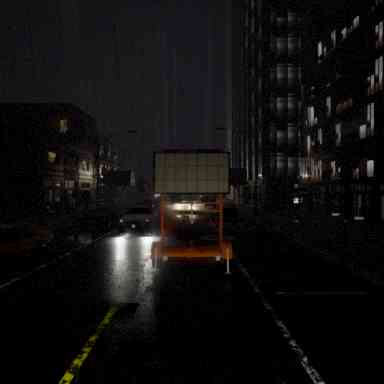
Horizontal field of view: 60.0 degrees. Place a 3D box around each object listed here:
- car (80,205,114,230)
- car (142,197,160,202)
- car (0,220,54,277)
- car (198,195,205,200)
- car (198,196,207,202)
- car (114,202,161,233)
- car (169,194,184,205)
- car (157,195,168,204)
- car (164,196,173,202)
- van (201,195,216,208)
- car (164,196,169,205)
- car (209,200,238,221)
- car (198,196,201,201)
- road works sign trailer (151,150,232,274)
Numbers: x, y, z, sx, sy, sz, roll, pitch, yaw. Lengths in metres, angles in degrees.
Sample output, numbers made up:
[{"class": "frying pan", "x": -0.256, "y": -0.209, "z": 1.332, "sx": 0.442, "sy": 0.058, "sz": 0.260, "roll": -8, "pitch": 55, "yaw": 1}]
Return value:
[{"class": "car", "x": -5.707, "y": 1.553, "z": 20.996, "sx": 2.008, "sy": 1.369, "sz": 4.403, "roll": 0, "pitch": 0, "yaw": 0}, {"class": "car", "x": -5.723, "y": 1.562, "z": 43.092, "sx": 2.008, "sy": 1.369, "sz": 4.403, "roll": 0, "pitch": 0, "yaw": 0}, {"class": "car", "x": -5.699, "y": 1.526, "z": 9.776, "sx": 1.752, "sy": 1.417, "sz": 4.829, "roll": 0, "pitch": 0, "yaw": 0}, {"class": "car", "x": 2.622, "y": 1.582, "z": 92.988, "sx": 1.752, "sy": 1.417, "sz": 4.829, "roll": 0, "pitch": 0, "yaw": 0}, {"class": "car", "x": 2.630, "y": 1.596, "z": 81.771, "sx": 2.008, "sy": 1.369, "sz": 4.403, "roll": 0, "pitch": 0, "yaw": 0}, {"class": "car", "x": -3.101, "y": 1.528, "z": 19.883, "sx": 1.812, "sy": 1.442, "sz": 4.674, "roll": 0, "pitch": 0, "yaw": 0}, {"class": "car", "x": -3.110, "y": 1.247, "z": 60.835, "sx": 2.150, "sy": 2.045, "sz": 5.566, "roll": 0, "pitch": 0, "yaw": 0}, {"class": "car", "x": -5.739, "y": 1.470, "z": 65.188, "sx": 1.967, "sy": 1.590, "sz": 4.097, "roll": 0, "pitch": 0, "yaw": 0}, {"class": "car", "x": -5.750, "y": 1.627, "z": 81.761, "sx": 1.802, "sy": 1.307, "sz": 4.206, "roll": 0, "pitch": 0, "yaw": 0}, {"class": "van", "x": 2.652, "y": 1.357, "z": 48.625, "sx": 1.690, "sy": 1.788, "sz": 3.998, "roll": 0, "pitch": 0, "yaw": 0}, {"class": "car", "x": -5.734, "y": 1.591, "z": 59.664, "sx": 1.947, "sy": 1.339, "sz": 4.313, "roll": 0, "pitch": 0, "yaw": 0}, {"class": "car", "x": 2.669, "y": 1.555, "z": 26.528, "sx": 2.008, "sy": 1.369, "sz": 4.403, "roll": 0, "pitch": 0, "yaw": 0}, {"class": "car", "x": 2.642, "y": 1.555, "z": 65.367, "sx": 1.752, "sy": 1.417, "sz": 4.829, "roll": 0, "pitch": 0, "yaw": 0}, {"class": "road works sign trailer", "x": -0.007, "y": 0.465, "z": 10.545, "sx": 2.380, "sy": 3.560, "sz": 2.880, "roll": 0, "pitch": 0, "yaw": 0}]
